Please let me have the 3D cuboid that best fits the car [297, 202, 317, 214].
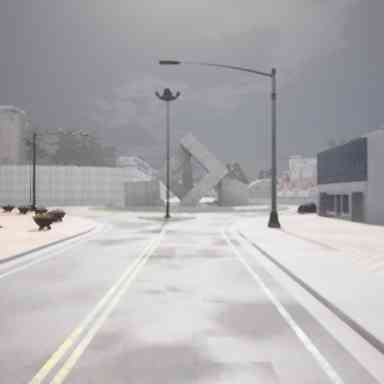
[{"bbox_3d":[15.178,1.966,42.044,4.181,1.385,1.994,0,-1,-40],"label":"car"}]
